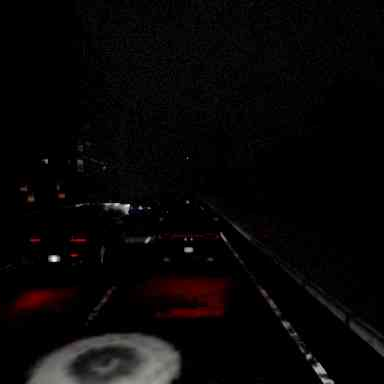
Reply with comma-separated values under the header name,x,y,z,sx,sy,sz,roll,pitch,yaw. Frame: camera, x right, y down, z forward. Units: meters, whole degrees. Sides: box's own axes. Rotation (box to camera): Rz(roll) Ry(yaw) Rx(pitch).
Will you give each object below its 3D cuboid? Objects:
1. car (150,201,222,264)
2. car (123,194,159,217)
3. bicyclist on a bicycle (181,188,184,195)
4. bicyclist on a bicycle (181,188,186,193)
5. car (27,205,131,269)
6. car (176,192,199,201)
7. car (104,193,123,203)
name,x,y,z,sx,sy,sz,roll,pitch,yaw
car,-0.115,1.289,11.070,1.882,1.535,5.008,0,1,-1
car,-3.599,1.118,25.546,2.033,1.411,5.357,0,1,-1
bicyclist on a bicycle,-2.490,-0.103,88.047,0.659,1.776,1.843,0,1,-5
bicyclist on a bicycle,-1.728,0.121,79.008,0.866,1.612,1.509,0,1,-4
car,-3.359,1.326,10.460,1.837,1.490,4.892,0,1,-1
car,-0.405,0.847,30.109,2.097,1.767,4.553,0,1,-1
car,-10.672,0.784,45.897,2.033,1.411,5.357,0,1,-2
